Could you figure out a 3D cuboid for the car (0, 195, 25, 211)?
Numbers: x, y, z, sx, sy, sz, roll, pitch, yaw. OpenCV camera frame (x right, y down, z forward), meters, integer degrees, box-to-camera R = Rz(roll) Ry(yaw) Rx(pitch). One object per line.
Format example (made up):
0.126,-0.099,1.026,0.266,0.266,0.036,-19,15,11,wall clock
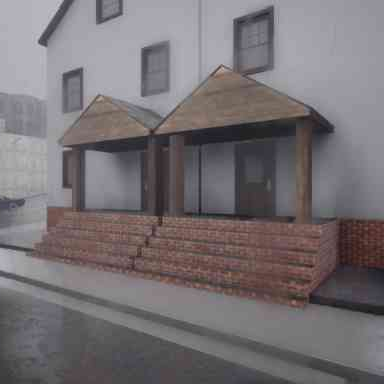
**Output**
-15.508,1.012,25.414,1.895,1.301,4.718,0,6,35,car
